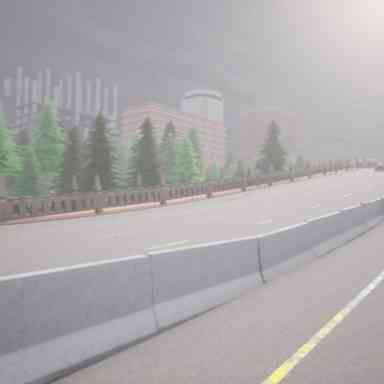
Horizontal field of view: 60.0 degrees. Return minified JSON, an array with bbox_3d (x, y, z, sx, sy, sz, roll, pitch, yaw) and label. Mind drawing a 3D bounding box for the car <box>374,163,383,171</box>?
[{"bbox_3d":[35.635,-4.723,62.129,1.812,1.442,4.674,1,7,41],"label":"car"}]
